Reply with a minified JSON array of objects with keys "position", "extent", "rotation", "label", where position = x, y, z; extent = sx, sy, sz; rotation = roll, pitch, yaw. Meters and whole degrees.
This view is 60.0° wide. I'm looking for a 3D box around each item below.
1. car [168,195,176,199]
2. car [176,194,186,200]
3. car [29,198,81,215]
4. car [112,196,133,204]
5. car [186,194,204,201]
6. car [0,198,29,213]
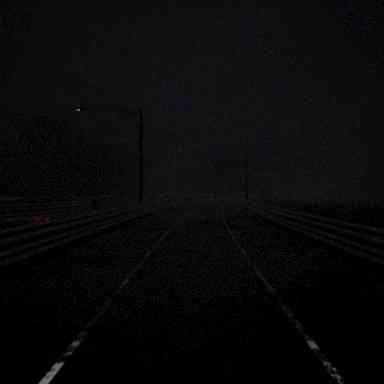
[{"position":[-4.515,1.411,86.368],"extent":[2.033,1.411,5.357],"rotation":[0,0,17],"label":"car"},{"position":[-1.645,1.342,83.757],"extent":[1.882,1.535,5.008],"rotation":[0,0,17],"label":"car"},{"position":[-12.031,1.241,30.294],"extent":[2.128,1.511,4.902],"rotation":[0,0,13],"label":"car"},{"position":[-10.632,1.358,51.173],"extent":[1.994,1.385,4.181],"rotation":[0,0,14],"label":"car"},{"position":[0.666,1.405,79.260],"extent":[1.994,1.385,4.181],"rotation":[0,0,16],"label":"car"},{"position":[-15.508,1.276,30.740],"extent":[1.812,1.442,4.674],"rotation":[0,0,13],"label":"car"}]
